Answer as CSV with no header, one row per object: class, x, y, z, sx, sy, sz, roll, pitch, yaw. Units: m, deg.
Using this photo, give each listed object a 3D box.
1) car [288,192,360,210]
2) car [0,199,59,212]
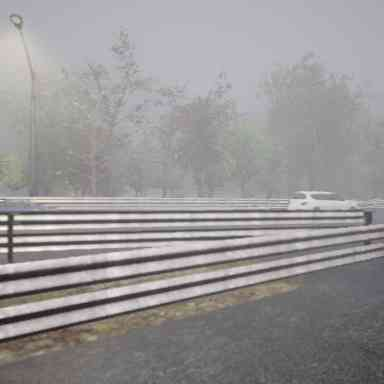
car,10.060,1.017,25.327,5.566,2.045,2.150,1,0,-19
car,-9.556,1.092,18.579,4.181,1.385,1.994,1,0,-19
